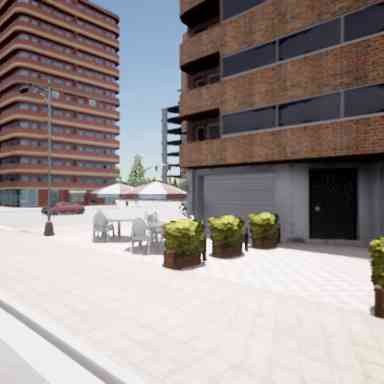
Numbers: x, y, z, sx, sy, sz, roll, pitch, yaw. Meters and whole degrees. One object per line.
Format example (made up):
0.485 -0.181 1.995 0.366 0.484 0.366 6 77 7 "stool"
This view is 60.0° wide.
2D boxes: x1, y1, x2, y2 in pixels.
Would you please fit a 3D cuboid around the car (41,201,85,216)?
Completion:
-13.120 1.650 33.947 1.994 1.385 4.181 0 0 44 "car"

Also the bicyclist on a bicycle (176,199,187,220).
-0.715 1.398 26.002 1.656 1.620 0.582 0 0 44 "bicyclist on a bicycle"
